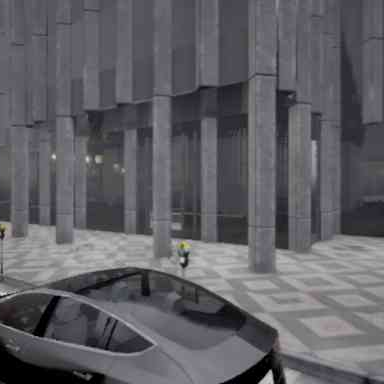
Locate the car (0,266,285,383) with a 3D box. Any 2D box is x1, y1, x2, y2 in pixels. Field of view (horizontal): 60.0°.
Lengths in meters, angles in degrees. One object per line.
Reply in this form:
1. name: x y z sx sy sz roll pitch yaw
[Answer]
1. car: -1.157 1.557 3.749 4.313 1.339 1.947 0 0 34
